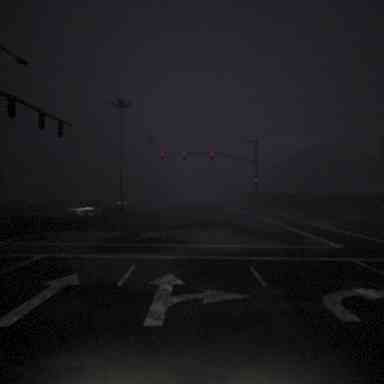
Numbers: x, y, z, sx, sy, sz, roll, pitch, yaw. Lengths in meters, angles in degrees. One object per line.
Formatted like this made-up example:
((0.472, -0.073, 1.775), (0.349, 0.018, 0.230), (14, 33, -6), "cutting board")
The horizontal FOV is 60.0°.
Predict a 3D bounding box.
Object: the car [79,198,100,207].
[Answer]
((-14.988, 1.558, 48.859), (1.895, 1.301, 4.718), (0, 0, 0), "car")

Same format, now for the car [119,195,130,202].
((-14.923, 1.416, 73.809), (1.837, 1.490, 4.892), (0, 0, 0), "car")
